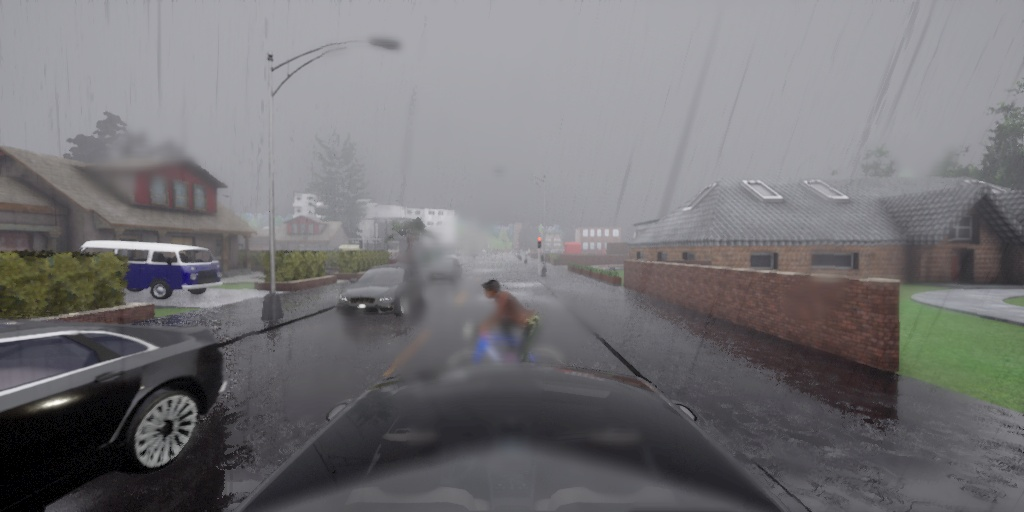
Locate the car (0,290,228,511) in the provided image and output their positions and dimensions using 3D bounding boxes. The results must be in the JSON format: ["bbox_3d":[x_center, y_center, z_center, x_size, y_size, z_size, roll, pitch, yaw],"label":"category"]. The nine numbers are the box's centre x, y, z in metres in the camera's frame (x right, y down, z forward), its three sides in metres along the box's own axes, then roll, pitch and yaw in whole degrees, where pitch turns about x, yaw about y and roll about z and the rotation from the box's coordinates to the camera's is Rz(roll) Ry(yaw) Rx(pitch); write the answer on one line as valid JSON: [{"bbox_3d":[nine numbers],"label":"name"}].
[{"bbox_3d":[-4.096,1.238,1.944,2.128,1.511,4.902,0,1,-1],"label":"car"}]

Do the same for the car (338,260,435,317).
[{"bbox_3d":[-4.195,1.081,12.419,1.837,1.490,4.892,0,1,0],"label":"car"}]

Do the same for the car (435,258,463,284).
[{"bbox_3d":[-4.229,0.917,22.839,1.837,1.490,4.892,0,1,-1],"label":"car"}]

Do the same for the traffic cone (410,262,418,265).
[{"bbox_3d":[-14.976,0.730,54.872,0.344,0.586,0.344,0,0,-1],"label":"traffic cone"}]

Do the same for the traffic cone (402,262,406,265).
[{"bbox_3d":[-16.318,0.735,53.247,0.344,0.586,0.344,0,0,-1],"label":"traffic cone"}]

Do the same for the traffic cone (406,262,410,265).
[{"bbox_3d":[-15.963,0.722,53.821,0.344,0.586,0.344,0,0,-1],"label":"traffic cone"}]

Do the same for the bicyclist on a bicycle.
[{"bbox_3d":[-0.089,1.141,4.885,1.656,1.620,0.582,-2,1,-1],"label":"bicyclist on a bicycle"}]

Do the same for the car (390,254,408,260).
[{"bbox_3d":[-14.170,0.580,42.131,5.008,1.535,1.882,0,1,0],"label":"car"}]
